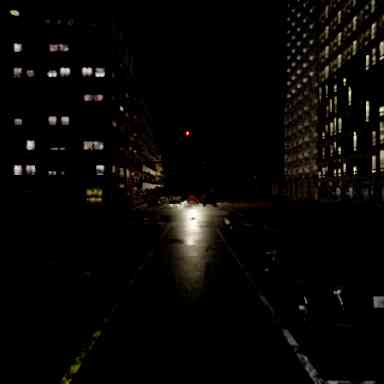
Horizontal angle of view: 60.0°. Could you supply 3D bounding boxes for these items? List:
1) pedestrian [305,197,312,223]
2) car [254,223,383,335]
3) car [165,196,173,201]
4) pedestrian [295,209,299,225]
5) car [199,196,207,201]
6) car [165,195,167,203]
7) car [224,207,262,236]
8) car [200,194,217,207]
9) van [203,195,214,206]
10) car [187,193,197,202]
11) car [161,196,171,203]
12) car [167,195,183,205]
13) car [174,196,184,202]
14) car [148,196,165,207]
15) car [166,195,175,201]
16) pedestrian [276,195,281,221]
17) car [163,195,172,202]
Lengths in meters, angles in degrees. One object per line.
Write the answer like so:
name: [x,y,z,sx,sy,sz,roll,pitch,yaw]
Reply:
pedestrian: [8.138,1.260,23.247,0.375,1.860,0.375,0,0,0]
car: [2.687,1.563,6.703,1.947,1.339,4.313,0,0,0]
car: [-5.686,1.635,83.541,1.802,1.307,4.206,0,0,0]
pedestrian: [7.137,1.660,22.649,0.500,1.100,0.500,0,0,0]
car: [2.694,1.598,83.540,1.887,1.381,4.507,0,0,0]
car: [-5.687,1.578,66.961,2.008,1.369,4.403,0,0,0]
car: [2.689,1.522,18.138,1.752,1.417,4.829,0,0,0]
car: [2.691,1.323,50.381,2.192,1.841,5.009,0,0,0]
van: [2.691,1.355,55.907,1.690,1.788,3.998,0,0,0]
car: [0.007,1.271,79.187,2.150,2.045,5.566,0,0,0]
car: [-5.687,1.580,72.487,1.887,1.381,4.507,0,0,0]
car: [-3.019,1.568,61.946,2.033,1.411,5.357,0,0,1]
car: [-2.992,1.582,77.774,2.033,1.411,5.357,0,0,0]
car: [-5.688,1.559,50.381,2.008,1.369,4.403,0,0,0]
car: [-5.686,1.503,89.068,1.967,1.590,4.097,0,0,0]
pedestrian: [6.137,1.139,23.847,0.375,1.860,0.375,0,0,0]
car: [-5.687,1.485,78.015,1.967,1.590,4.097,0,0,0]
